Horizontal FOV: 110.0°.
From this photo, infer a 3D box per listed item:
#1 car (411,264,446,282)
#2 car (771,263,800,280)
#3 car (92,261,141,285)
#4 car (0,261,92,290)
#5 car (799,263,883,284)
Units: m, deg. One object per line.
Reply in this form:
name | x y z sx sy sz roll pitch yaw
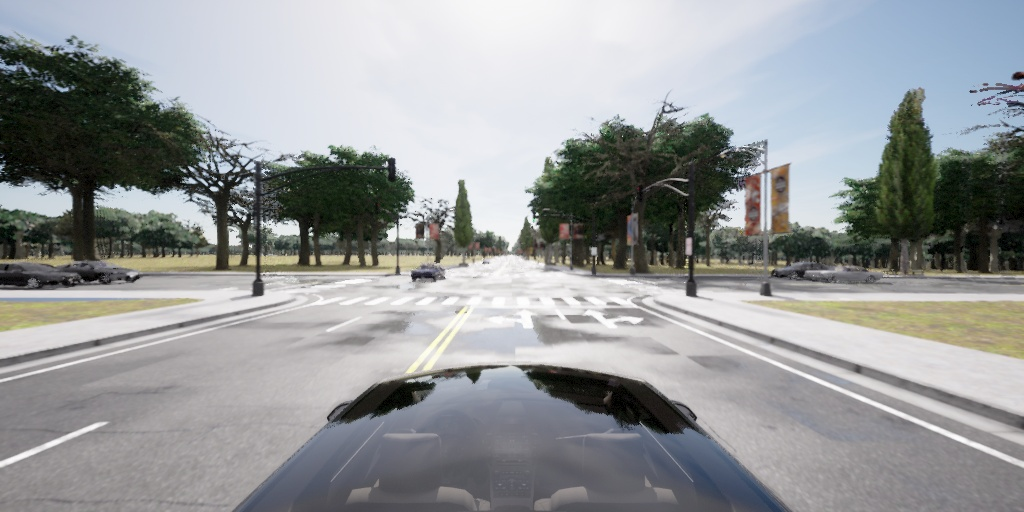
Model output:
car | -6.493 1.276 28.216 1.895 1.301 4.718 0 0 0
car | 25.204 1.316 31.121 4.892 1.490 1.837 0 0 0
car | -27.851 1.100 24.016 4.902 1.511 2.128 0 0 -1
car | -28.020 1.124 20.765 4.892 1.490 1.837 0 0 -1
car | 25.630 1.426 27.878 4.718 1.301 1.895 0 0 0
